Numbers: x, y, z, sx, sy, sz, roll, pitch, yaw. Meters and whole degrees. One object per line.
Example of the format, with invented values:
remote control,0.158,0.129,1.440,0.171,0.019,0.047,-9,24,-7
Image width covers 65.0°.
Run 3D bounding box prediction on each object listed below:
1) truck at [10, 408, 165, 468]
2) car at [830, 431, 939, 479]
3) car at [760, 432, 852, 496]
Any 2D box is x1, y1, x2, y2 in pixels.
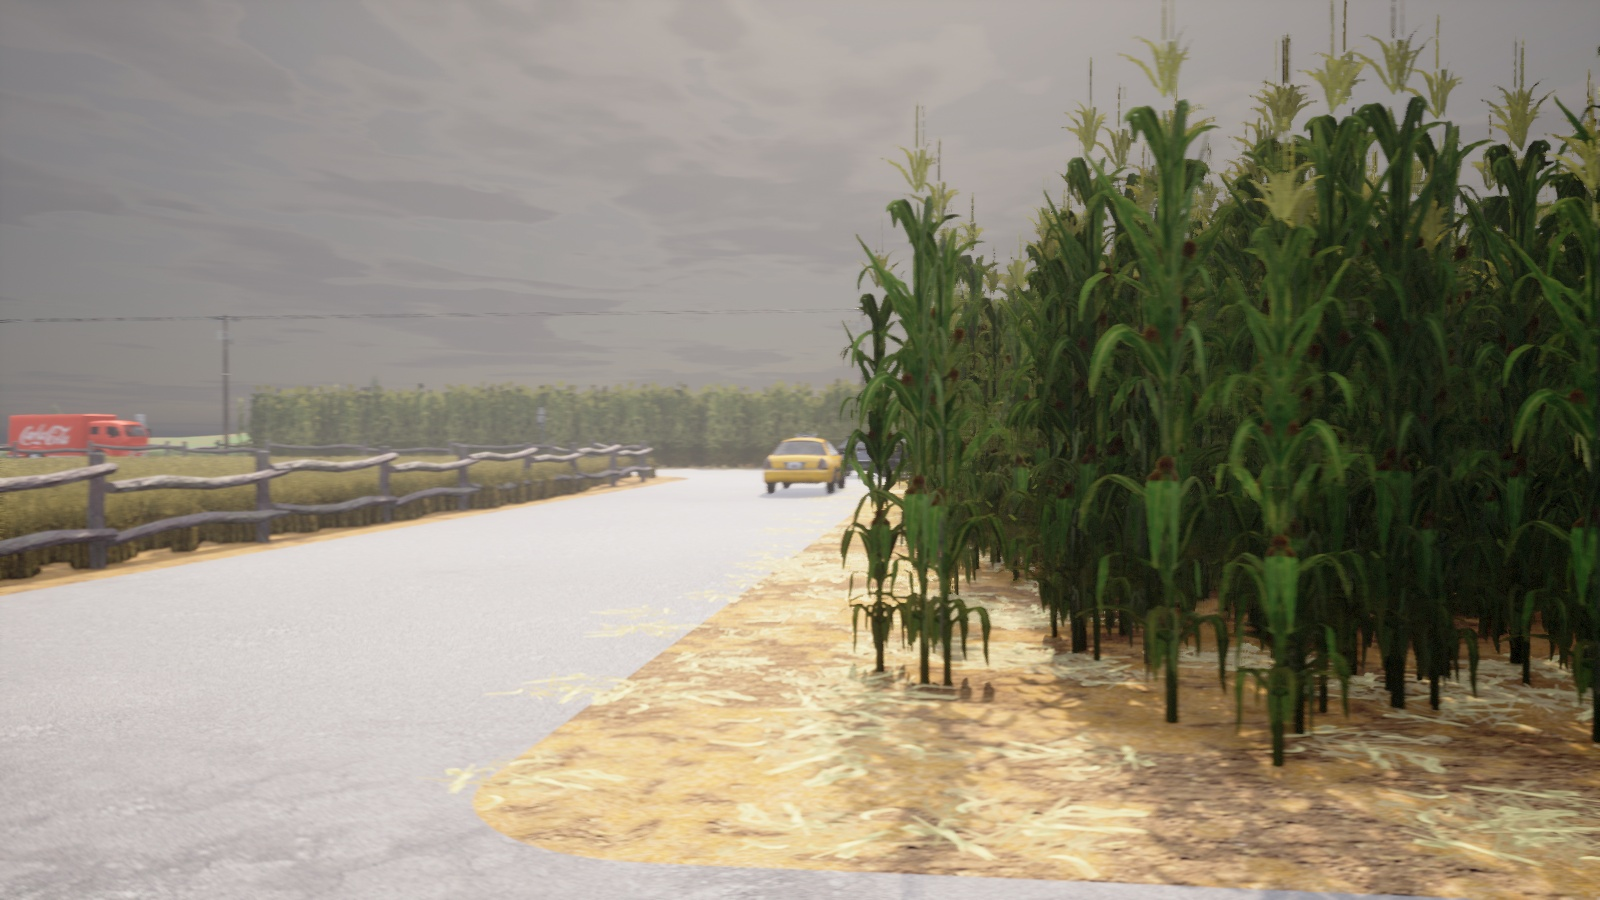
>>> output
truck,-30.247,-0.517,53.428,5.204,2.467,2.627,0,1,8
car,3.153,0.149,45.882,2.033,1.649,4.856,0,0,30
car,0.246,0.310,33.790,1.801,1.575,5.366,0,1,8
